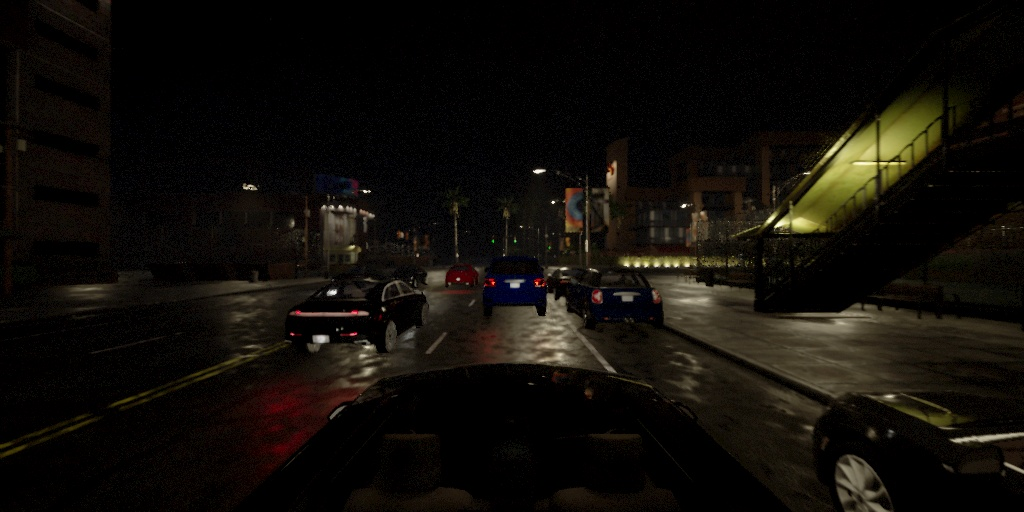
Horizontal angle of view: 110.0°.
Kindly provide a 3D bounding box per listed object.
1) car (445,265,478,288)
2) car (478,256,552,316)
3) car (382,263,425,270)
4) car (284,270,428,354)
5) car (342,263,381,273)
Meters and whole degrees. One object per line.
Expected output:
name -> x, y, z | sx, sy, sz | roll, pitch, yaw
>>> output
car -> -3.429, 1.344, 25.323 | 1.882, 1.535, 5.008 | 0, 0, 0
car -> 0.093, 1.030, 13.856 | 2.150, 2.045, 5.566 | 0, 0, 0
car -> -7.021, 1.371, 24.365 | 1.837, 1.490, 4.892 | 0, -1, 0
car -> -3.406, 1.277, 8.822 | 2.128, 1.511, 4.902 | 0, 0, 0
car -> -10.517, 1.411, 24.893 | 2.033, 1.411, 5.357 | 0, 0, 0
